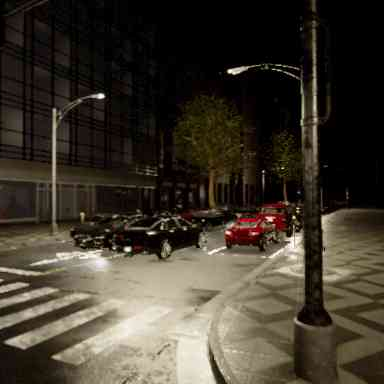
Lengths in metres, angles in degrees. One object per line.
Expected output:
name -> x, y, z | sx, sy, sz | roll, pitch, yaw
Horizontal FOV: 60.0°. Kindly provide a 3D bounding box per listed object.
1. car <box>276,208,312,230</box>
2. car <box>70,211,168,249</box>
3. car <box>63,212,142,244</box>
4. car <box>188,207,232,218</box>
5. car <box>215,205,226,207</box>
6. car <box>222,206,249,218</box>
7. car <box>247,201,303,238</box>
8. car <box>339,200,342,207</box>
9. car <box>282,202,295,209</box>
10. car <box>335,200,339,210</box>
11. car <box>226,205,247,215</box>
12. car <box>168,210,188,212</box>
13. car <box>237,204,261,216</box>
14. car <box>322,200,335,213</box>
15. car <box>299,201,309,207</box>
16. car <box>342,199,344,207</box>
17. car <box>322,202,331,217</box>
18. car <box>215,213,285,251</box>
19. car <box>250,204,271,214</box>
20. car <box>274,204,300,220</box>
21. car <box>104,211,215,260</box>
car -> 7.778, 1.977, 25.147 | 1.947, 1.339, 4.313 | -1, -1, 26
car -> -3.329, 1.795, 15.723 | 1.837, 1.490, 4.892 | -1, -1, 26
car -> -4.865, 1.932, 18.825 | 1.947, 1.339, 4.313 | -1, -1, 26
car -> 1.063, 2.046, 24.594 | 1.895, 1.301, 4.718 | -1, -1, 26
car -> 2.641, 2.075, 33.986 | 1.967, 1.590, 4.097 | -1, -1, 26
car -> 5.145, 2.311, 39.037 | 1.802, 1.307, 4.206 | -1, -1, 26
car -> 5.275, 1.636, 20.100 | 2.192, 1.841, 5.009 | -1, -1, 26
car -> 27.794, 2.493, 65.572 | 2.192, 1.841, 5.009 | -1, -1, 26
car -> 20.160, 2.877, 69.356 | 1.947, 1.339, 4.313 | -1, -1, 26
car -> 22.789, 2.297, 55.466 | 2.192, 1.841, 5.009 | -1, -1, 26
car -> 5.547, 2.099, 33.619 | 2.128, 1.511, 4.902 | -1, -1, 26
car -> -2.362, 2.020, 23.879 | 1.947, 1.339, 4.313 | -1, -1, 26
car -> 7.571, 2.346, 43.938 | 1.752, 1.417, 4.829 | -1, -1, 26
car -> 17.785, 2.102, 45.362 | 2.192, 1.841, 5.009 | -1, -1, 26
car -> 30.168, 3.174, 89.569 | 1.967, 1.590, 4.097 | -1, -2, 26
car -> 35.301, 3.074, 80.721 | 1.802, 1.307, 4.206 | -1, -2, 26
car -> 15.283, 2.235, 40.304 | 1.887, 1.381, 4.507 | -1, -1, 26
car -> 2.774, 1.815, 15.042 | 1.802, 1.307, 4.206 | -1, -1, 26
car -> 10.149, 2.486, 49.144 | 1.947, 1.339, 4.313 | -1, -1, 26
car -> 10.525, 2.115, 36.485 | 1.882, 1.535, 5.008 | -1, -1, 26
car -> -1.078, 1.737, 13.604 | 1.837, 1.490, 4.892 | -3, -2, 28
